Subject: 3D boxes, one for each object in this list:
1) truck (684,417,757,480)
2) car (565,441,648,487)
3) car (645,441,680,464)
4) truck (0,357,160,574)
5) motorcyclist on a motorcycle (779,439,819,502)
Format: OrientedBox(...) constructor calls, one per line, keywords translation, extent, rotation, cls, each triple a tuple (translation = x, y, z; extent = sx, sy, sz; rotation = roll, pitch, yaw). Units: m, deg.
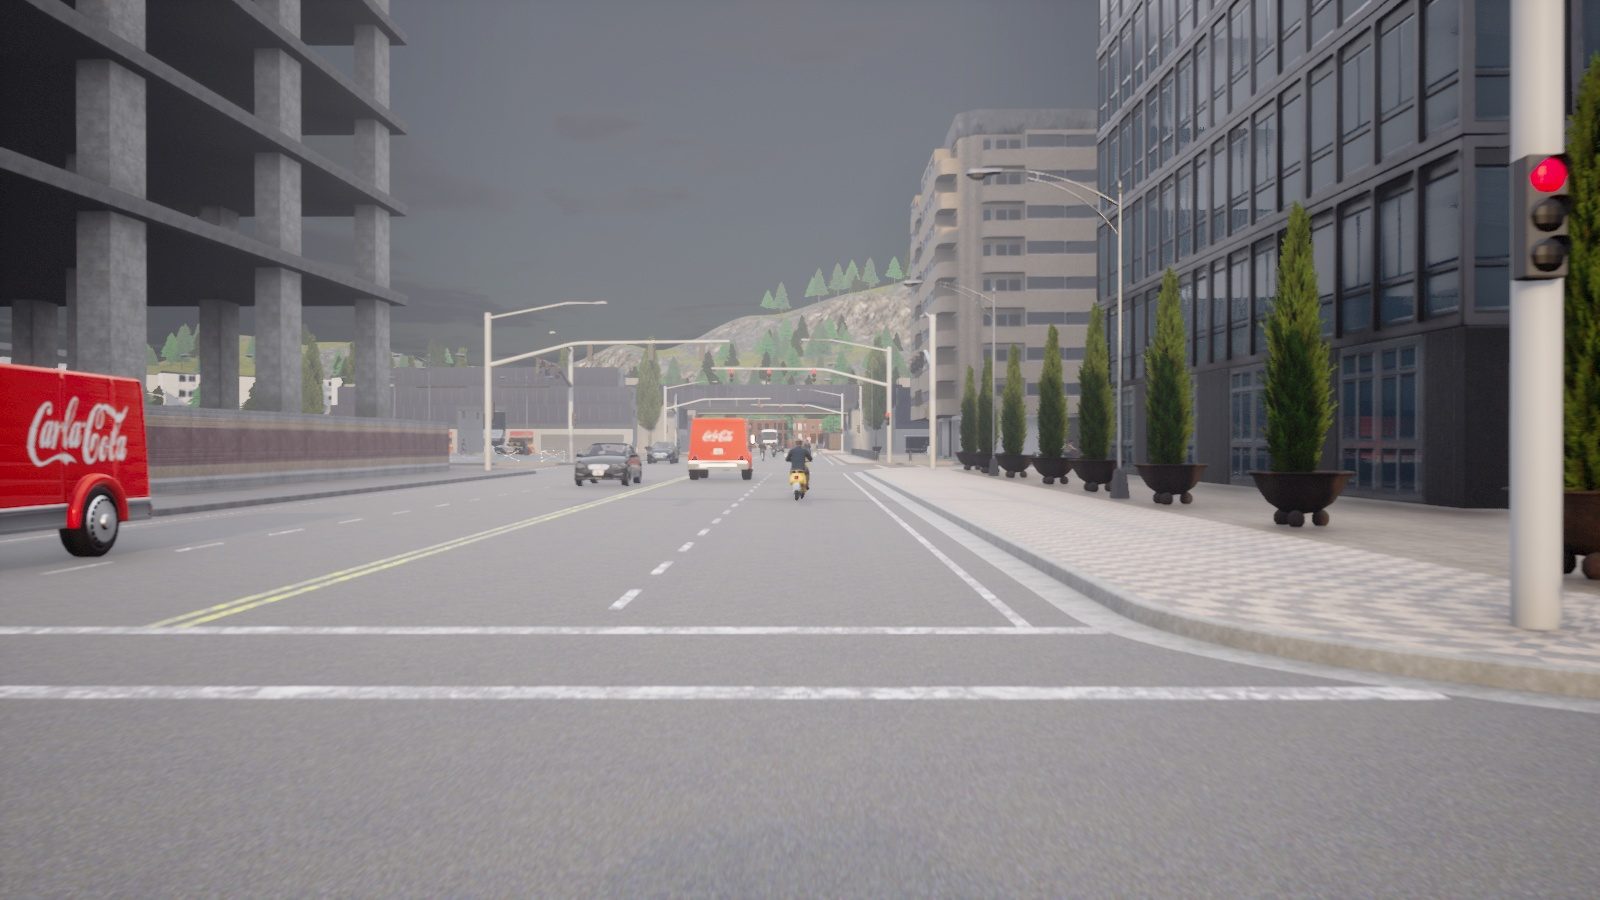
OrientedBox(translation=(-3.191, -0.040, 51.648), extent=(2.627, 2.467, 5.204), rotation=(0, 0, 0), cls="truck")
OrientedBox(translation=(-6.733, 0.448, 44.253), extent=(2.128, 1.511, 4.902), rotation=(0, 0, 0), cls="car")
OrientedBox(translation=(-9.965, 0.153, 91.449), extent=(2.033, 1.649, 4.856), rotation=(0, 0, 0), cls="car")
OrientedBox(translation=(-10.398, 0.168, 15.215), extent=(2.627, 2.467, 5.204), rotation=(0, 0, 0), cls="truck")
OrientedBox(translation=(-0.001, 0.514, 32.906), extent=(0.866, 1.590, 1.817), rotation=(0, 0, 6), cls="motorcyclist on a motorcycle")
